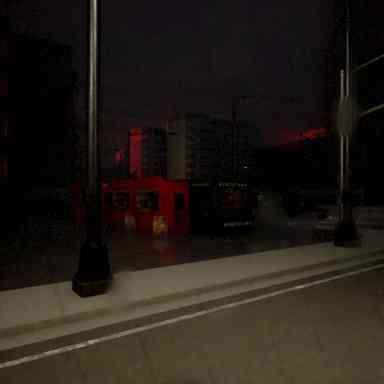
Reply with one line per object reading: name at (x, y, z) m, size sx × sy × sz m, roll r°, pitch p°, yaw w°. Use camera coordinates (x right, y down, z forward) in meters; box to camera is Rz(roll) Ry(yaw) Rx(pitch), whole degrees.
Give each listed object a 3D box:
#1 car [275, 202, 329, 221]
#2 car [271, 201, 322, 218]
car at (9.321, 1.602, 28.704) m, size 1.882 × 1.535 × 5.008 m, roll 0°, pitch 0°, yaw -36°
car at (10.374, 1.687, 33.228) m, size 1.812 × 1.442 × 4.674 m, roll 0°, pitch -1°, yaw -36°
